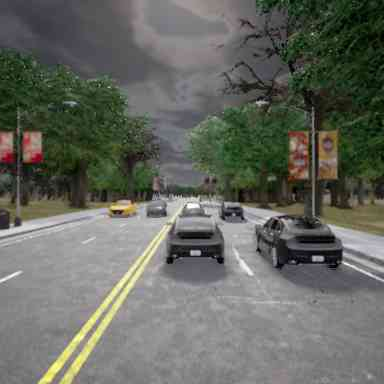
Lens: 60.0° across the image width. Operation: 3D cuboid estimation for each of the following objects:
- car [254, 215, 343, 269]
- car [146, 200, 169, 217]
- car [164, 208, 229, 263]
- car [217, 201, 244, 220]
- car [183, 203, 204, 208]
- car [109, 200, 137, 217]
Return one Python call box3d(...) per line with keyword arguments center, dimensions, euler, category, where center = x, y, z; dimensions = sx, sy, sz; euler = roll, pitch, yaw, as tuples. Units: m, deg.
box3d(center=(3.351, 1.530, 11.265), dimensions=(1.837, 1.490, 4.892), euler=(0, 0, 0), category="car")
box3d(center=(-3.327, 1.578, 32.479), dimensions=(1.837, 1.490, 4.892), euler=(0, 0, 0), category="car")
box3d(center=(0.103, 1.532, 12.109), dimensions=(1.837, 1.490, 4.892), euler=(0, 0, 0), category="car")
box3d(center=(3.356, 1.570, 29.107), dimensions=(1.837, 1.490, 4.892), euler=(0, 0, 0), category="car")
box3d(center=(0.107, 1.631, 29.913), dimensions=(1.994, 1.385, 4.181), euler=(0, 0, 0), category="car")
box3d(center=(-6.566, 1.550, 31.908), dimensions=(1.882, 1.535, 5.008), euler=(0, 0, 0), category="car")
